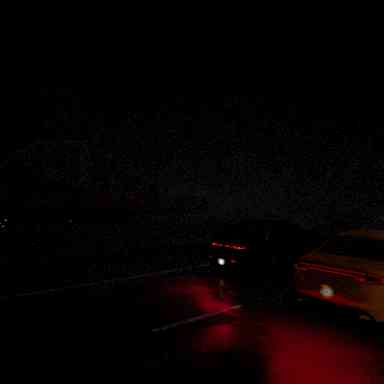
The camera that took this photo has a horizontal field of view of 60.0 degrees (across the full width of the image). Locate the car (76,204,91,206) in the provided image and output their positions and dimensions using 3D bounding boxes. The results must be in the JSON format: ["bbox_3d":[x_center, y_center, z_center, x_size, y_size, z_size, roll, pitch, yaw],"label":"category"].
[{"bbox_3d":[-9.327,1.810,28.073,5.008,1.535,1.882,1,-1,-44],"label":"car"}]

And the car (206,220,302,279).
[{"bbox_3d":[2.618,1.648,10.606,4.892,1.490,1.837,1,0,-41],"label":"car"}]

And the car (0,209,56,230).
[{"bbox_3d":[-10.625,1.823,22.446,4.181,1.385,1.994,1,-1,-39],"label":"car"}]

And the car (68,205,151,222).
[{"bbox_3d":[-5.353,1.817,22.267,5.357,1.411,2.033,1,-1,-43],"label":"car"}]

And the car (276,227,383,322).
[{"bbox_3d":[4.186,1.583,7.323,5.008,1.535,1.882,1,0,-41],"label":"car"}]

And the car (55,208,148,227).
[{"bbox_3d":[-4.840,1.781,18.131,4.181,1.385,1.994,0,-1,-41],"label":"car"}]
